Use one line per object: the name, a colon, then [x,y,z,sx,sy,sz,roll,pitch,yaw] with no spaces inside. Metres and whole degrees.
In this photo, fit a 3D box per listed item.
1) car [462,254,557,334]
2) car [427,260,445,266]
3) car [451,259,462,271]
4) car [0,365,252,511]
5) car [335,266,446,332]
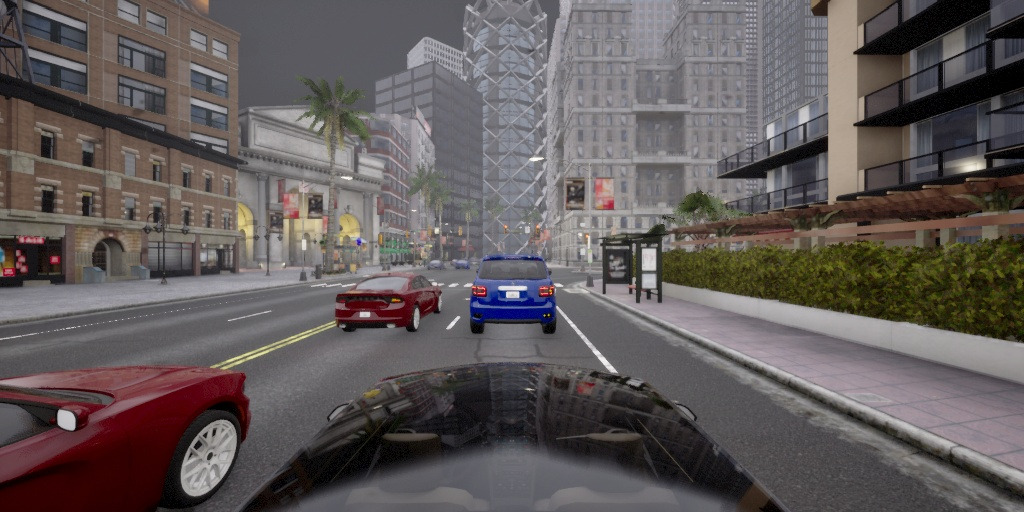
car: [0.054,0.971,10.804,2.150,2.045,5.566,0,0,1]
car: [-10.577,1.276,50.067,1.812,1.442,4.674,0,0,0]
car: [-6.879,1.227,49.875,1.882,1.535,5.008,0,0,-3]
car: [-3.390,1.228,1.334,1.882,1.535,5.008,0,0,0]
car: [-3.441,1.228,10.914,1.882,1.535,5.008,0,0,0]
